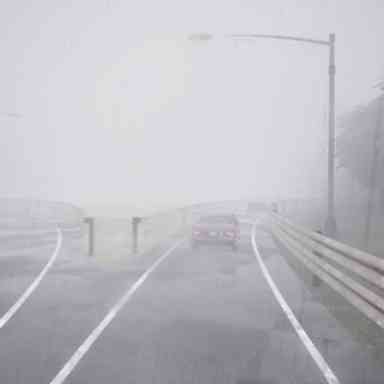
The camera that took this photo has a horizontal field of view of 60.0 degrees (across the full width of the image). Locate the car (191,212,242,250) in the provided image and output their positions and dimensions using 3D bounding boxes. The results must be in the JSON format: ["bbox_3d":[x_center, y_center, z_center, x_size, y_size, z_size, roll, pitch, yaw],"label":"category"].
[{"bbox_3d":[1.159,1.569,14.555,2.033,1.411,5.357,0,0,9],"label":"car"}]

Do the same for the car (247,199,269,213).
[{"bbox_3d":[7.801,1.567,38.937,1.882,1.535,5.008,0,0,22],"label":"car"}]
